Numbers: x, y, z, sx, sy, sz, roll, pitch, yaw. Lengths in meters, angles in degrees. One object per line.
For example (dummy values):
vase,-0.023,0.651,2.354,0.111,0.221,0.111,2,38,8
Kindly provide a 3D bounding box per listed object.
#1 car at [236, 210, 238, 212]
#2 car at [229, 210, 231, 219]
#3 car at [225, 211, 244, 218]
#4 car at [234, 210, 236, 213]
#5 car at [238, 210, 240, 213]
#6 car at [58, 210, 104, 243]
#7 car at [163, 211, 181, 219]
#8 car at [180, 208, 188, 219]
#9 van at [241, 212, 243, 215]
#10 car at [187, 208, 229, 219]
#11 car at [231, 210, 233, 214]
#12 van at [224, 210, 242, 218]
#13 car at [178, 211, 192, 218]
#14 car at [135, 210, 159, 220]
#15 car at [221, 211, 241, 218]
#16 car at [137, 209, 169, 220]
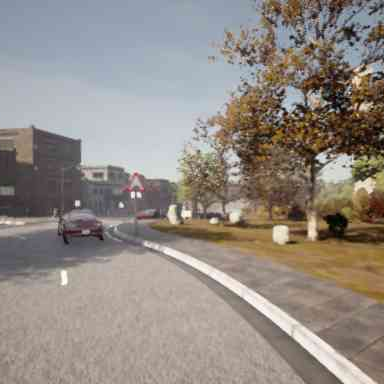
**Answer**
car,5.802,4.323,63.300,4.553,1.767,2.185,-1,-4,12
car,2.866,3.446,49.878,5.008,1.535,2.097,-1,-4,12
car,11.194,5.892,87.457,4.553,1.767,2.185,-1,-3,12
car,4.467,4.055,57.964,5.366,1.575,1.946,-1,-4,12
car,7.019,4.861,68.655,4.674,1.452,2.002,-1,-4,12
car,-5.704,1.632,16.942,1.812,1.442,4.674,-1,0,-25
car,-3.596,4.263,61.344,2.128,1.511,4.902,-1,-4,12
car,-0.414,3.965,60.693,2.150,2.045,5.566,-1,-4,12
van,8.909,5.132,76.700,4.442,1.987,1.878,-1,-4,12
car,2.273,3.239,47.195,4.892,1.521,2.231,-1,-4,12
car,3.470,3.653,52.556,4.892,1.521,2.231,-1,-4,12
van,10.459,5.637,84.810,4.442,1.987,1.878,-1,-3,12
car,-1.438,4.837,71.130,1.882,1.535,5.008,-1,-4,12
car,-6.410,3.361,48.041,1.895,1.301,4.718,0,-5,11
car,9.384,5.414,79.536,4.553,1.767,2.185,-1,-4,12
car,-4.645,2.772,40.891,2.033,1.411,5.357,-1,-4,12
